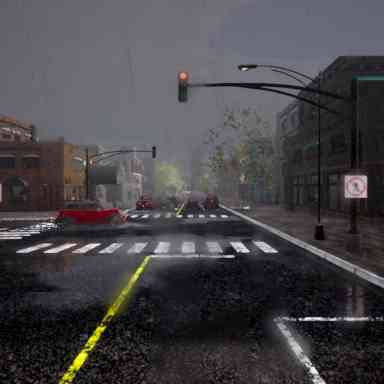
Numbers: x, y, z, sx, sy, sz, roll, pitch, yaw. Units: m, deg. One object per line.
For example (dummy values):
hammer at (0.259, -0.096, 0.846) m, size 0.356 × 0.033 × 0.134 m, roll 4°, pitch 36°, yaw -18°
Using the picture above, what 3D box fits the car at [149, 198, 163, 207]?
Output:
car at (-5.680, 1.570, 52.533) m, size 1.802 × 1.307 × 4.206 m, roll -1°, pitch 0°, yaw 0°

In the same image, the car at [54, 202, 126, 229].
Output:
car at (-6.731, 1.422, 22.204) m, size 4.553 × 1.767 × 2.097 m, roll -1°, pitch 0°, yaw -20°

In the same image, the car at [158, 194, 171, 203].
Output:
car at (-5.678, 1.299, 69.165) m, size 2.192 × 1.841 × 5.009 m, roll -1°, pitch 0°, yaw 0°

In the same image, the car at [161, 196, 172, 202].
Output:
car at (-5.675, 1.548, 74.709) m, size 1.947 × 1.339 × 4.313 m, roll -1°, pitch 0°, yaw 0°

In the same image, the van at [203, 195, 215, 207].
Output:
van at (2.699, 1.329, 52.531) m, size 1.690 × 1.788 × 3.998 m, roll -1°, pitch 0°, yaw 0°

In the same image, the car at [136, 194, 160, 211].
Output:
car at (-5.684, 1.306, 41.445) m, size 2.192 × 1.841 × 5.009 m, roll -1°, pitch 0°, yaw 0°

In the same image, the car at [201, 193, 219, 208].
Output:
car at (2.697, 1.305, 46.987) m, size 2.192 × 1.841 × 5.009 m, roll -1°, pitch 0°, yaw 0°

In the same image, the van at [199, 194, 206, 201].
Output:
van at (2.706, 1.320, 85.795) m, size 1.690 × 1.788 × 3.998 m, roll -1°, pitch 0°, yaw 0°

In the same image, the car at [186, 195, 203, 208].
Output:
car at (0.110, 1.537, 46.628) m, size 2.033 × 1.411 × 5.357 m, roll 0°, pitch 0°, yaw 0°

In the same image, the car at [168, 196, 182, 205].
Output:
car at (-2.989, 1.478, 58.827) m, size 2.128 × 1.511 × 4.902 m, roll 0°, pitch 0°, yaw 0°

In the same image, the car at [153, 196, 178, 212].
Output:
car at (-3.085, 1.556, 38.897) m, size 1.994 × 1.385 × 4.181 m, roll 0°, pitch 0°, yaw 0°

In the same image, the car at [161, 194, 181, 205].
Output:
car at (-3.056, 1.467, 48.697) m, size 1.882 × 1.535 × 5.008 m, roll 0°, pitch 0°, yaw 0°

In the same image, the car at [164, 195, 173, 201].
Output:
car at (-5.674, 1.525, 80.253) m, size 1.887 × 1.381 × 4.507 m, roll -1°, pitch 0°, yaw 0°
